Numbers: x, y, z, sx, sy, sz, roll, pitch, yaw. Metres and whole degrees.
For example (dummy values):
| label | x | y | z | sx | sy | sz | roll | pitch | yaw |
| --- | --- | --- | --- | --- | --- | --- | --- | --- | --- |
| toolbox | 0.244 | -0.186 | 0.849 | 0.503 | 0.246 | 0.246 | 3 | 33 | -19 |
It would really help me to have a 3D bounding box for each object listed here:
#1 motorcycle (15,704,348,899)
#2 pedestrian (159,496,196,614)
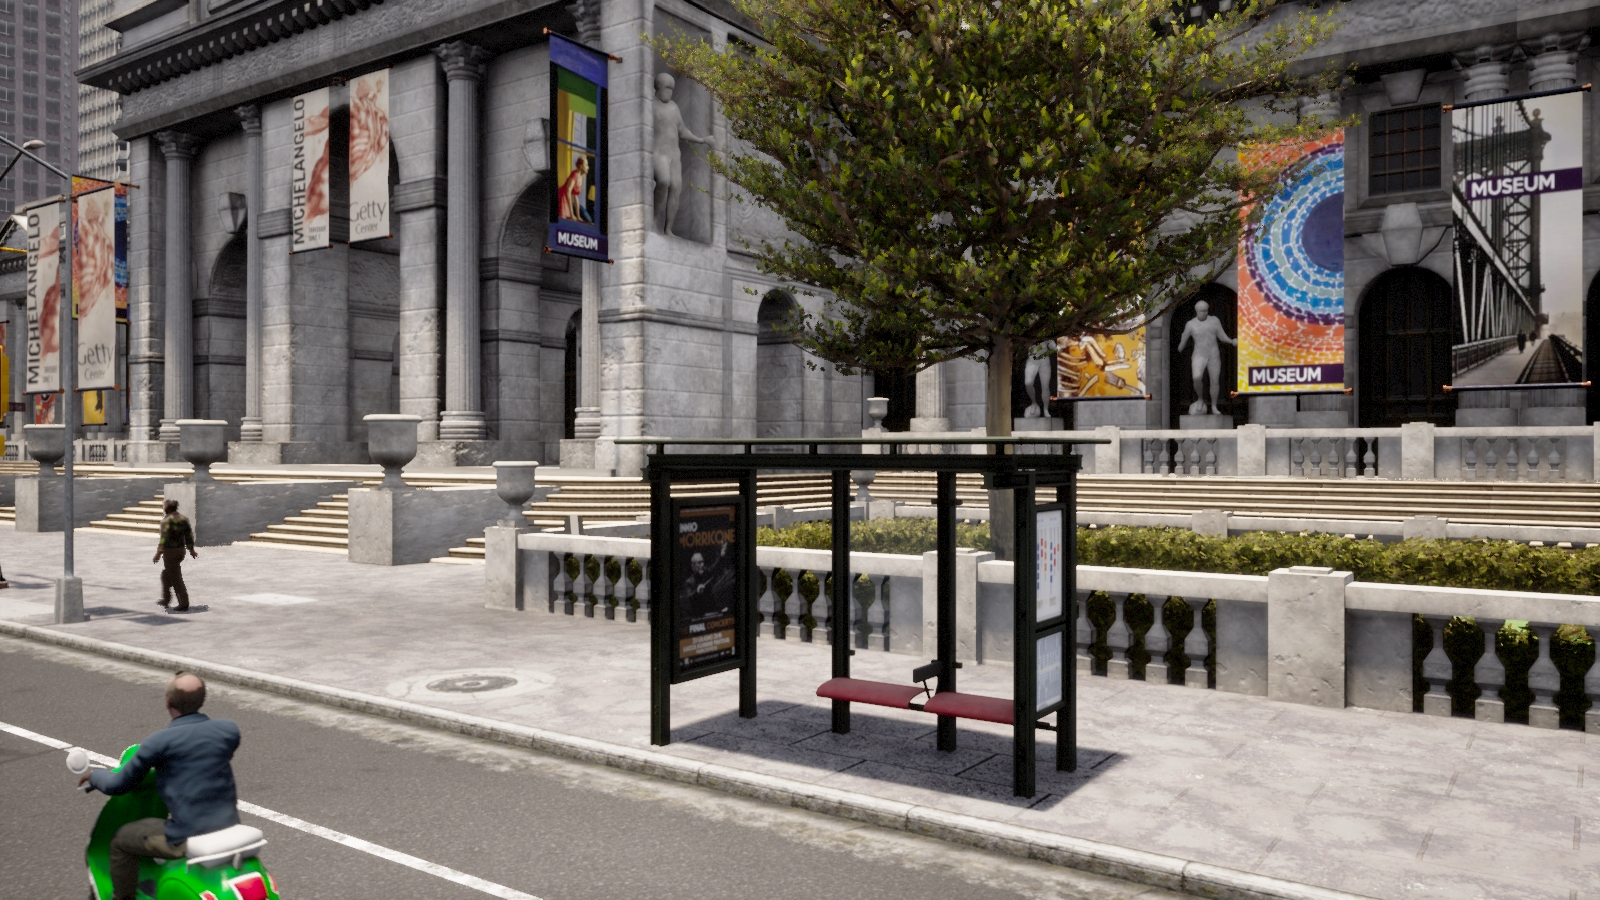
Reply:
| label | x | y | z | sx | sy | sz | roll | pitch | yaw |
| --- | --- | --- | --- | --- | --- | --- | --- | --- | --- |
| motorcycle | -3.350 | 2.179 | 6.141 | 1.805 | 1.236 | 0.856 | 0 | 0 | 35 |
| pedestrian | -10.073 | 1.688 | 18.503 | 0.375 | 1.860 | 0.375 | 0 | 0 | 11 |
